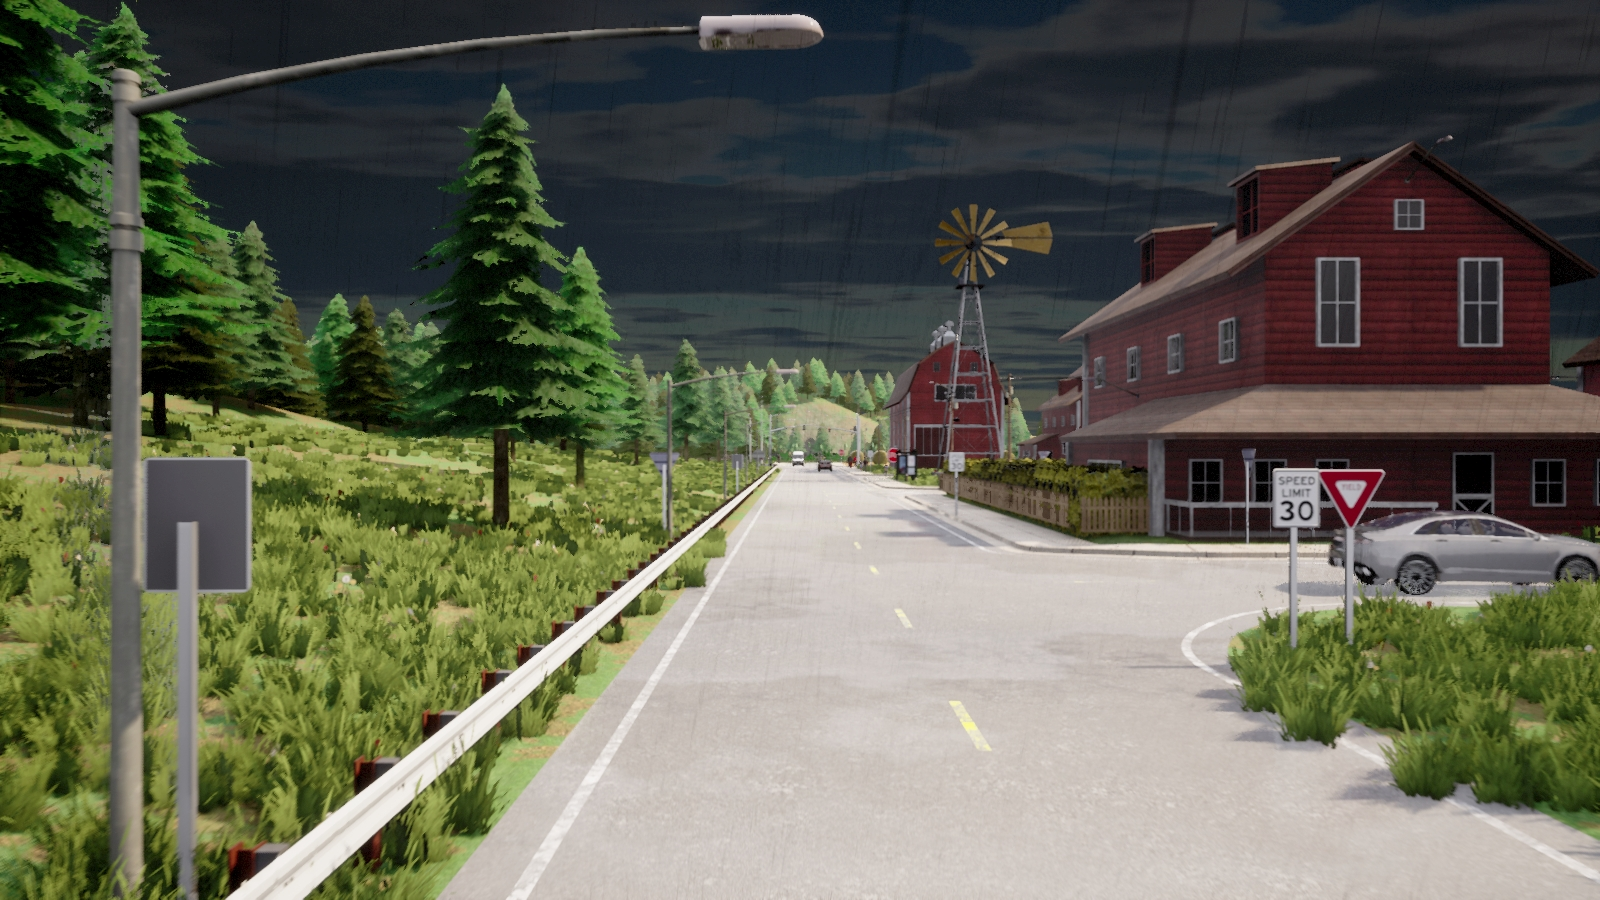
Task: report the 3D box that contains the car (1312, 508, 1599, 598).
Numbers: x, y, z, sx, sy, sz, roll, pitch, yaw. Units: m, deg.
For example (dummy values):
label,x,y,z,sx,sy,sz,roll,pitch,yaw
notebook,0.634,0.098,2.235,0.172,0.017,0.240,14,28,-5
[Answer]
label,x,y,z,sx,sy,sz,roll,pitch,yaw
car,12.636,1.907,21.652,4.902,1.511,2.128,0,0,1
